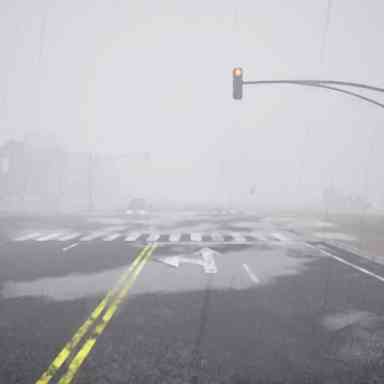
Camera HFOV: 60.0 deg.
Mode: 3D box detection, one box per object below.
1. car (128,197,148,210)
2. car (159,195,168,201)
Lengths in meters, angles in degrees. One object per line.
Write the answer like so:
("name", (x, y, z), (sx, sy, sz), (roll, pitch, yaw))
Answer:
("car", (-6.579, 1.422, 40.836), (1.882, 1.535, 5.008), (0, 1, 0))
("car", (-6.654, 1.391, 77.799), (2.033, 1.411, 5.357), (0, 0, 0))
